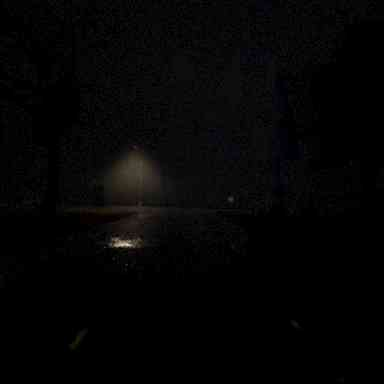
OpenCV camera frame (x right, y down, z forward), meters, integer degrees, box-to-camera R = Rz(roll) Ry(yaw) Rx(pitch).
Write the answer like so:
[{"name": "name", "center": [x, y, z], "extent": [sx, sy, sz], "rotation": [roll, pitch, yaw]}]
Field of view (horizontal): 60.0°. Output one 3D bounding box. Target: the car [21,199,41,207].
[{"name": "car", "center": [-24.723, 1.734, 53.398], "extent": [4.718, 1.301, 1.895], "rotation": [2, 0, 0]}]

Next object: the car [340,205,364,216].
[{"name": "car", "center": [26.198, 2.924, 53.160], "extent": [4.553, 1.767, 2.097], "rotation": [2, 0, 0]}]

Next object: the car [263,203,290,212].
[{"name": "car", "center": [15.274, 2.751, 60.214], "extent": [4.902, 1.511, 2.128], "rotation": [1, 0, 0]}]
